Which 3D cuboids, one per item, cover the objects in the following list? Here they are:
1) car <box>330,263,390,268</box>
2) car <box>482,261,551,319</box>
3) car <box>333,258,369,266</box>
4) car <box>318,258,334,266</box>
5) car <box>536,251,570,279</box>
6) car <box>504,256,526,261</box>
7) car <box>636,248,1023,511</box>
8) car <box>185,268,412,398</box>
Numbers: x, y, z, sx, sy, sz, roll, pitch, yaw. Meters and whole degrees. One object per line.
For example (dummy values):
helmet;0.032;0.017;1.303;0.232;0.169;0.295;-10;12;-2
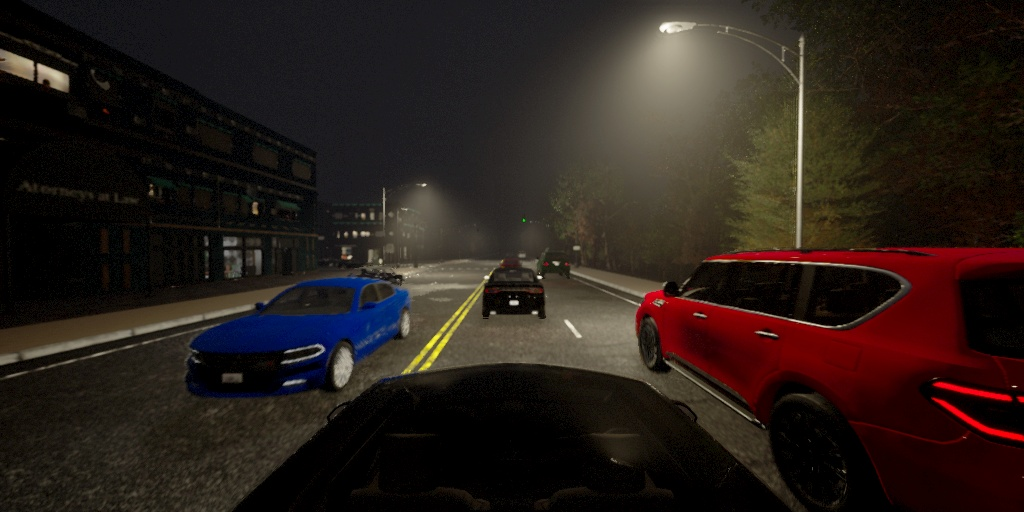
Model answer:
car;-6.681;1.176;16.882;1.895;1.301;4.718;0;1;0
car;0.044;1.104;12.306;1.882;1.535;5.008;0;1;0
car;-20.222;1.052;46.506;4.313;1.339;1.948;0;0;0
car;-28.610;0.953;54.963;4.403;1.370;2.007;0;0;0
car;3.195;0.659;28.332;2.150;2.045;5.566;0;1;0
car;-0.063;0.953;29.418;1.812;1.442;4.674;0;1;0
car;3.343;0.940;4.272;2.150;2.045;5.566;0;1;0
car;-3.369;1.169;6.794;1.882;1.535;5.008;0;0;0
